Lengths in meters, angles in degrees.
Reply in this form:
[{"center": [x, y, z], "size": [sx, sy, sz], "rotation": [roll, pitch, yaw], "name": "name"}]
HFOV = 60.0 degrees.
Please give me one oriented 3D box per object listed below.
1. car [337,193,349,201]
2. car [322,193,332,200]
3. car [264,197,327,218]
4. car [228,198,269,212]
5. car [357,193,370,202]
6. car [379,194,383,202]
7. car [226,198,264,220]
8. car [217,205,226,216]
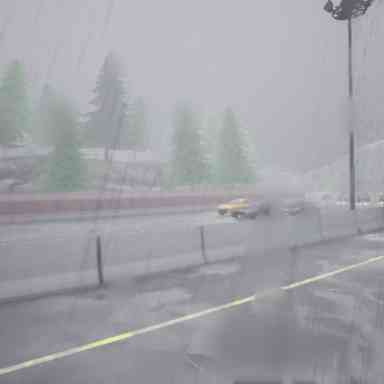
[{"center": [28.575, 1.016, 62.810], "size": [2.128, 1.511, 4.902], "rotation": [-1, 0, 30], "name": "car"}, {"center": [29.262, 1.013, 72.065], "size": [2.033, 1.411, 5.357], "rotation": [-1, 0, 26], "name": "car"}, {"center": [7.573, 1.371, 24.126], "size": [4.892, 1.490, 1.837], "rotation": [-1, 0, -44], "name": "car"}, {"center": [6.555, 1.426, 38.024], "size": [2.033, 1.411, 5.357], "rotation": [-1, 0, 43], "name": "car"}, {"center": [30.819, 0.962, 59.646], "size": [2.128, 1.511, 4.902], "rotation": [-1, 0, 30], "name": "car"}, {"center": [32.809, 0.979, 56.069], "size": [1.994, 1.385, 4.181], "rotation": [-1, 0, 31], "name": "car"}, {"center": [5.471, 1.448, 26.918], "size": [5.357, 1.411, 2.033], "rotation": [-1, 0, -44], "name": "car"}, {"center": [4.372, 1.396, 30.763], "size": [1.882, 1.535, 5.008], "rotation": [-1, 0, 45], "name": "car"}]
